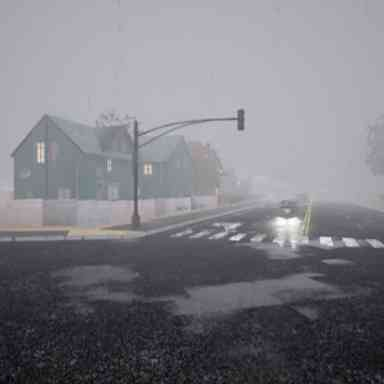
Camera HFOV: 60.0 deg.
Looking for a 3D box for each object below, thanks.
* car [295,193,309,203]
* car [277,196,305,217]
[{"bbox_3d":[21.497,1.150,64.979,2.150,2.045,5.566,0,0,20],"label":"car"},{"bbox_3d":[8.947,1.424,30.602,2.128,1.511,4.902,0,0,20],"label":"car"}]
